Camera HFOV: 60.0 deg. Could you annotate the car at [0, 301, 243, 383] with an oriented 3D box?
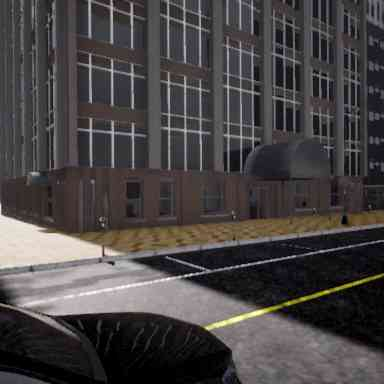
[{"bbox_3d":[-1.704,1.519,2.218,4.674,1.442,1.812,0,0,-35],"label":"car"}]
